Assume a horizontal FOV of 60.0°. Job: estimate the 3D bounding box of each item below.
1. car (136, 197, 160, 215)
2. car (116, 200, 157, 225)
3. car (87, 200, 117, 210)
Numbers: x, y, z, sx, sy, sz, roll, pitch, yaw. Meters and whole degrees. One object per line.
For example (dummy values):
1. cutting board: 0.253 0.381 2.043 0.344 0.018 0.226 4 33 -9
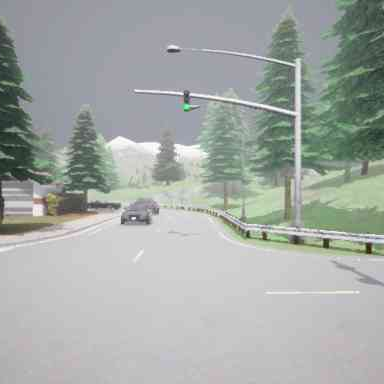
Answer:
1. car: -4.734 1.345 33.927 2.097 1.767 4.553 0 0 -19
2. car: -3.924 1.559 24.134 1.994 1.385 4.181 0 0 -2
3. car: -11.289 1.599 41.681 4.718 1.301 1.895 0 0 14
